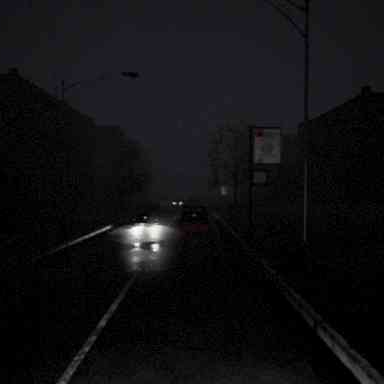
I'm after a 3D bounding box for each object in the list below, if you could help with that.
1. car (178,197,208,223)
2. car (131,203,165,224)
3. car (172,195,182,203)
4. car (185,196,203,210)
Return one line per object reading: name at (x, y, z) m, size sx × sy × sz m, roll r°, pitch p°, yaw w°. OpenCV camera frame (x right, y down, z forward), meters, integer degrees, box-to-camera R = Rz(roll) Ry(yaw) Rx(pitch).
car at (0.143, 1.396, 24.513) m, size 1.882 × 1.535 × 5.008 m, roll 0°, pitch 0°, yaw 0°
car at (-3.061, 1.486, 23.751) m, size 1.994 × 1.385 × 4.181 m, roll 0°, pitch 0°, yaw 0°
car at (-2.809, 1.305, 65.462) m, size 2.033 × 1.411 × 5.357 m, roll 0°, pitch 1°, yaw 0°
car at (0.209, 1.347, 42.240) m, size 2.128 × 1.511 × 4.902 m, roll 0°, pitch 0°, yaw 0°
